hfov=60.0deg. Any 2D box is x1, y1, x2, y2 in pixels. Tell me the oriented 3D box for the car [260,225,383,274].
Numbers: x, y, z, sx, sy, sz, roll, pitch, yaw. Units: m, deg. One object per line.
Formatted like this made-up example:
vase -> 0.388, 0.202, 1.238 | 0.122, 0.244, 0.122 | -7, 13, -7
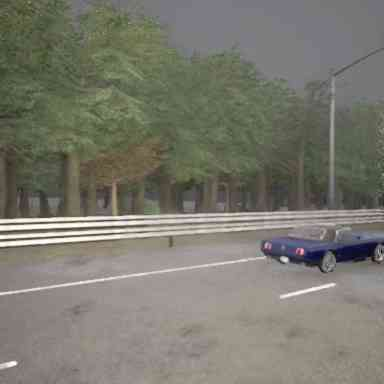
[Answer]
car -> 4.592, 1.748, 11.113 | 4.718, 1.301, 1.895 | 1, -1, -34
